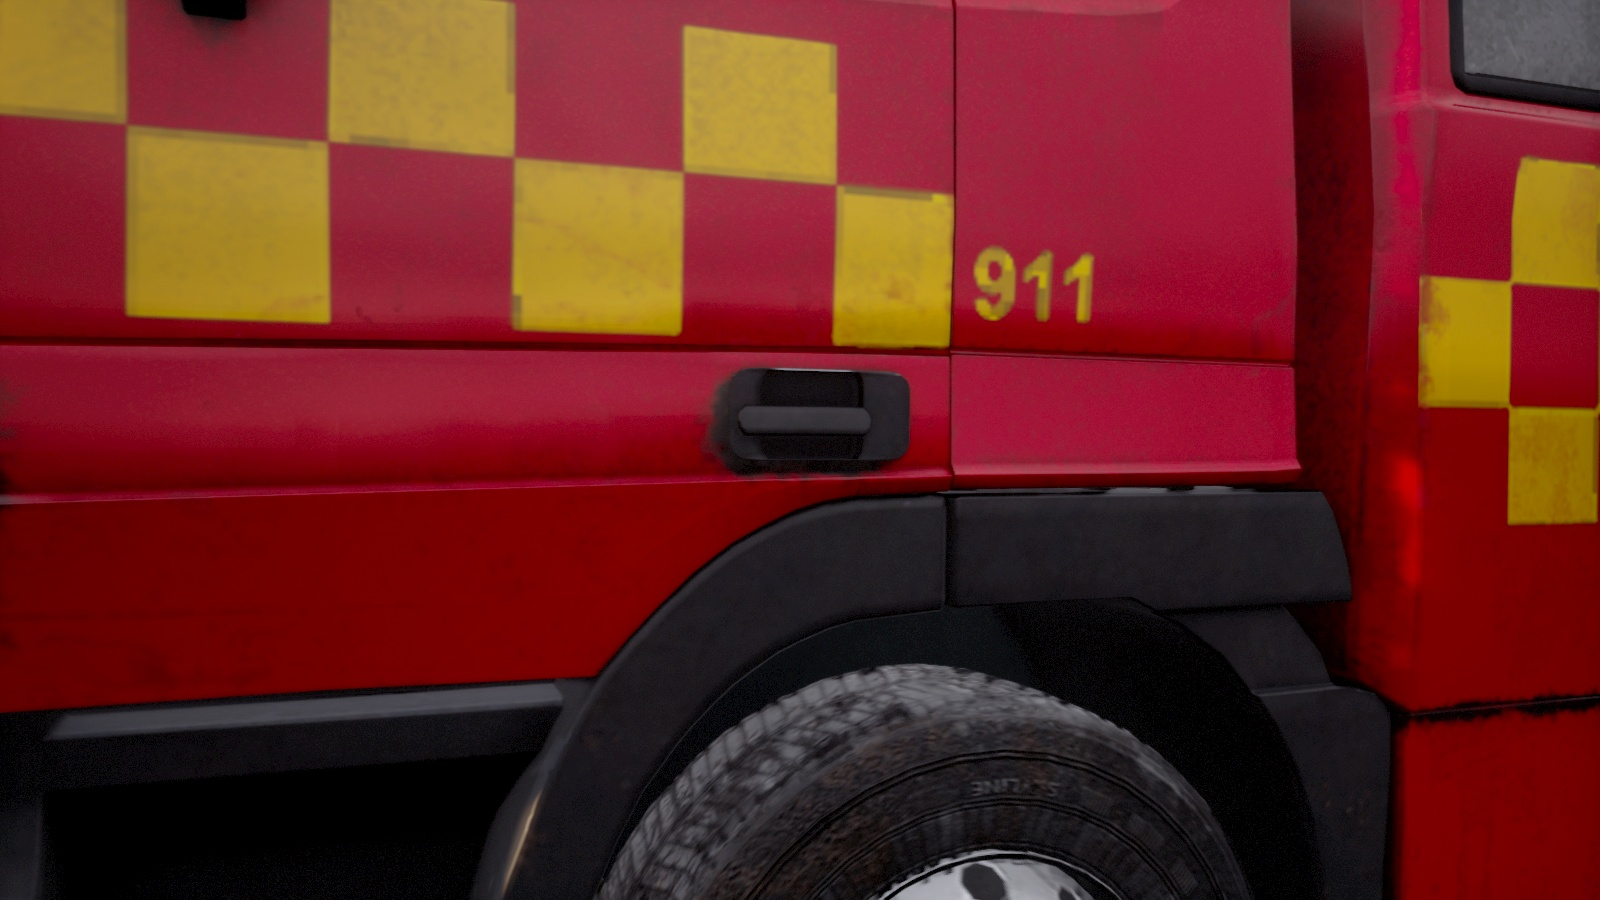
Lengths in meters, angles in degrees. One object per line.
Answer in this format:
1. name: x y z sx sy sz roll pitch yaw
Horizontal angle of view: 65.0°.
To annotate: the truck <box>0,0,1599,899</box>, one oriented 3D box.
1. truck: 1.959 -0.453 3.967 8.468 3.827 2.891 -1 1 -21
